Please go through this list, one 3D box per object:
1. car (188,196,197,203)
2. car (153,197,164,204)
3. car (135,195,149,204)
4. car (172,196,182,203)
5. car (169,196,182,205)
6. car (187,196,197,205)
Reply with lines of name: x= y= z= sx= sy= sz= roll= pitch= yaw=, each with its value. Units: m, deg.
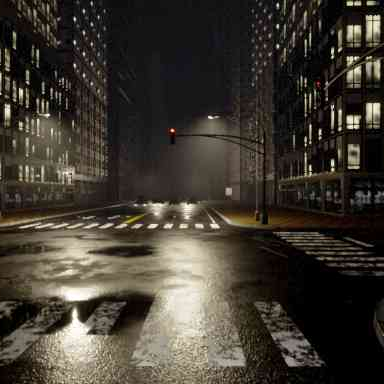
car: x=0.075 y=1.583 z=70.588 sx=1.895 sy=1.301 sz=4.718 roll=0 pitch=0 yaw=0
car: x=-6.432 y=1.680 z=64.315 sx=1.994 sy=1.385 sz=4.181 roll=0 pitch=0 yaw=0
car: x=-9.682 y=1.468 z=64.349 sx=2.097 sy=1.767 sz=4.553 roll=0 pitch=0 yaw=0
car: x=-3.176 y=1.523 z=70.145 sx=1.994 sy=1.385 sz=4.181 roll=0 pitch=0 yaw=0
car: x=-3.187 y=1.647 z=59.727 sx=2.033 sy=1.411 sz=5.357 roll=0 pitch=0 yaw=0
car: x=0.064 y=1.648 z=60.140 sx=2.033 sy=1.411 sz=5.357 roll=0 pitch=0 yaw=0
